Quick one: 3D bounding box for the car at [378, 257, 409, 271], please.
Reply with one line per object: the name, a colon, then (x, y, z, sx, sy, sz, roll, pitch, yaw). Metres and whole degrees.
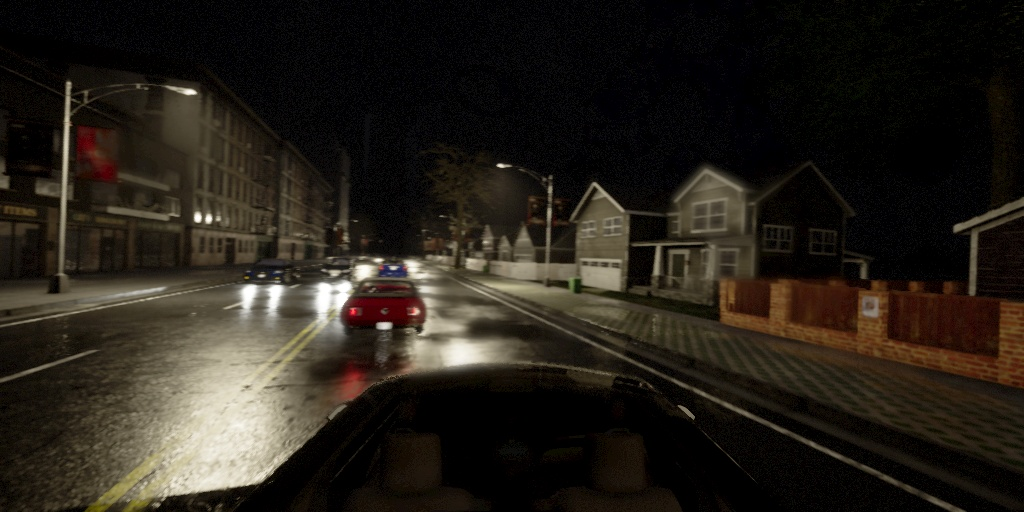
car: (-8.818, 0.878, 26.745, 2.097, 1.767, 4.553, 2, 0, -18)

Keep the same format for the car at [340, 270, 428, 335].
car: (-3.506, 1.253, 10.121, 1.895, 1.301, 4.718, 2, 0, -18)

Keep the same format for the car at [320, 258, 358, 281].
car: (-11.780, 0.893, 24.689, 2.128, 1.511, 4.902, 2, 0, -18)

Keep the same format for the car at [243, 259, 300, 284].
car: (-14.103, 0.859, 21.280, 1.994, 1.385, 4.181, 2, 0, -18)
